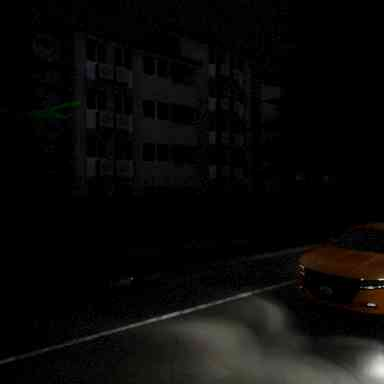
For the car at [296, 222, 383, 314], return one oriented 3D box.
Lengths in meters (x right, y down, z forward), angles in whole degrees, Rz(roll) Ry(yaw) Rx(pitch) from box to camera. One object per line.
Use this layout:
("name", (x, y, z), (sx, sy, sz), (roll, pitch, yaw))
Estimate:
("car", (4.317, 1.432, 7.321), (5.008, 1.535, 1.882), (0, 0, -37))
